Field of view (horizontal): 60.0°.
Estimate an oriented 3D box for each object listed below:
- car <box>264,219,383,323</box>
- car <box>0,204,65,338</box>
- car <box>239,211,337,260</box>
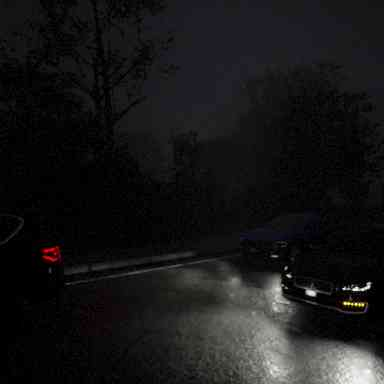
[{"bbox_3d":[3.928,1.482,7.223,4.892,1.490,1.837,0,0,-39],"label":"car"},{"bbox_3d":[-4.855,1.249,4.941,5.566,2.045,2.150,0,0,-36],"label":"car"},{"bbox_3d":[3.743,1.470,11.599,5.008,1.535,1.882,0,0,-40],"label":"car"}]
